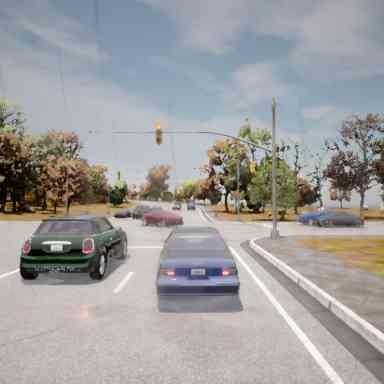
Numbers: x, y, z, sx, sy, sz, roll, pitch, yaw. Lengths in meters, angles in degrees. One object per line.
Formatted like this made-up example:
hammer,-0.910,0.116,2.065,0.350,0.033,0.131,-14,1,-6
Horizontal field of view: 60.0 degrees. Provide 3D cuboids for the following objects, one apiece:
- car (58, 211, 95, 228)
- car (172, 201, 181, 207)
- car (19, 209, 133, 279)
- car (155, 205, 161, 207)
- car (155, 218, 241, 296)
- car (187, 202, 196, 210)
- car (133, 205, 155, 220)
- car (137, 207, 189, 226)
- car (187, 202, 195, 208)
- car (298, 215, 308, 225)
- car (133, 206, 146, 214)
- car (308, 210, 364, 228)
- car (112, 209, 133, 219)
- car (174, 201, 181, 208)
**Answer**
car,-10.663,2.524,31.142,1.994,1.385,4.181,0,-3,0
car,-3.660,3.550,77.891,1.895,1.301,4.718,0,0,0
car,-3.437,1.488,10.572,2.097,1.767,4.553,0,-1,0
car,-7.148,3.486,67.827,2.128,1.511,4.902,0,0,0
car,0.074,1.647,8.955,2.033,1.411,5.357,0,-1,-1
car,-0.160,3.478,77.833,1.812,1.442,4.674,0,0,0
car,-7.199,2.906,48.237,2.150,2.045,5.566,0,-2,0
car,-2.791,2.404,30.417,1.882,1.535,5.008,1,-3,-37
car,-0.276,3.318,88.016,1.994,1.385,4.181,0,0,-4
car,13.180,2.530,33.185,5.008,1.535,1.882,0,-3,-1
car,-10.649,3.595,67.647,1.895,1.301,4.718,0,0,0
car,13.013,2.455,29.691,4.181,1.385,1.994,0,-3,-2
car,-10.698,3.331,51.594,2.033,1.411,5.357,0,-2,0
car,-3.774,3.261,87.923,1.837,1.490,4.892,0,0,-4
